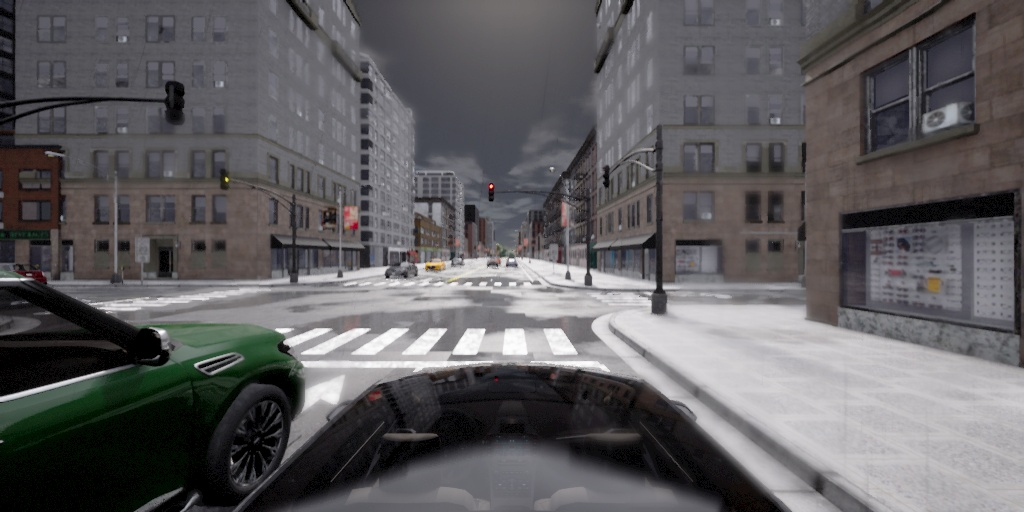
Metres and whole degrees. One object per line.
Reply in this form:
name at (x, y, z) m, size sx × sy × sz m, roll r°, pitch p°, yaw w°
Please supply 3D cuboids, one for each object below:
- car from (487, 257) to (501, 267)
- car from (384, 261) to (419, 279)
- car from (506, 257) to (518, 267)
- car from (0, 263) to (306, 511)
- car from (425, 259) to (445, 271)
car at (-3.302, 1.245, 61.892) m, size 1.895 × 1.301 × 4.718 m, roll 0°, pitch 0°, yaw 0°
car at (-9.871, 1.226, 32.444) m, size 1.812 × 1.442 × 4.674 m, roll 0°, pitch 0°, yaw 2°
car at (-0.052, 1.208, 61.865) m, size 1.994 × 1.385 × 4.181 m, roll 0°, pitch 0°, yaw 0°
car at (-3.148, 0.972, 1.231) m, size 2.150 × 2.045 × 5.566 m, roll 0°, pitch 0°, yaw 0°
car at (-9.873, 1.153, 46.308) m, size 1.882 × 1.535 × 5.008 m, roll 0°, pitch 0°, yaw 0°
